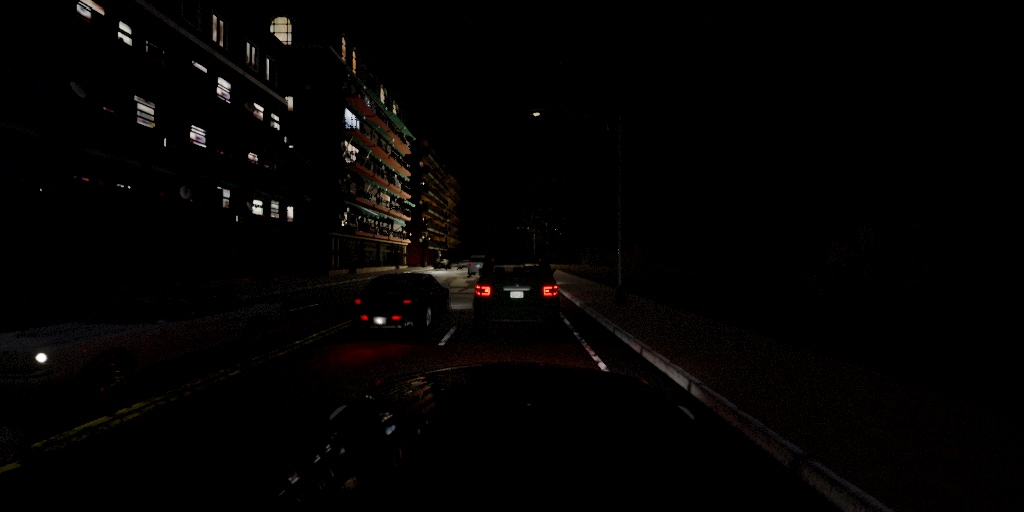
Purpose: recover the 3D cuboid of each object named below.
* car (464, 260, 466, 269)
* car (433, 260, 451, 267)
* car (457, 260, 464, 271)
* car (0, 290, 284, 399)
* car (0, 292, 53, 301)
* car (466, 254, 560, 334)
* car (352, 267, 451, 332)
[{"bbox_3d":[-3.028,0.975,35.155,2.150,2.045,5.566,0,0,0],"label":"car"},{"bbox_3d":[-9.658,1.242,49.929,2.128,1.511,4.902,0,0,0],"label":"car"},{"bbox_3d":[-6.410,1.276,49.757,1.812,1.442,4.674,0,0,0],"label":"car"},{"bbox_3d":[-6.581,1.351,6.613,1.895,1.301,4.718,0,0,0],"label":"car"},{"bbox_3d":[-9.833,1.351,6.209,1.895,1.301,4.718,0,0,0],"label":"car"},{"bbox_3d":[0.130,0.973,10.816,2.150,2.045,5.566,0,0,0],"label":"car"},{"bbox_3d":[-3.115,1.257,10.890,1.837,1.490,4.892,0,0,0],"label":"car"}]
